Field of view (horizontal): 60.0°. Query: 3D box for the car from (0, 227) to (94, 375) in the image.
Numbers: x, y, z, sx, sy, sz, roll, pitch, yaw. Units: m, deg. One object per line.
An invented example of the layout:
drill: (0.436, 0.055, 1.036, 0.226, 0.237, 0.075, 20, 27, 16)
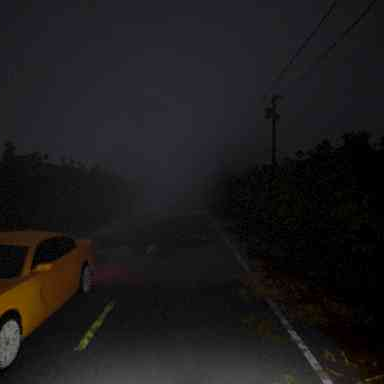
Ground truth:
car: (-3.202, 1.467, 5.751, 1.882, 1.535, 5.008, 0, 0, 0)
